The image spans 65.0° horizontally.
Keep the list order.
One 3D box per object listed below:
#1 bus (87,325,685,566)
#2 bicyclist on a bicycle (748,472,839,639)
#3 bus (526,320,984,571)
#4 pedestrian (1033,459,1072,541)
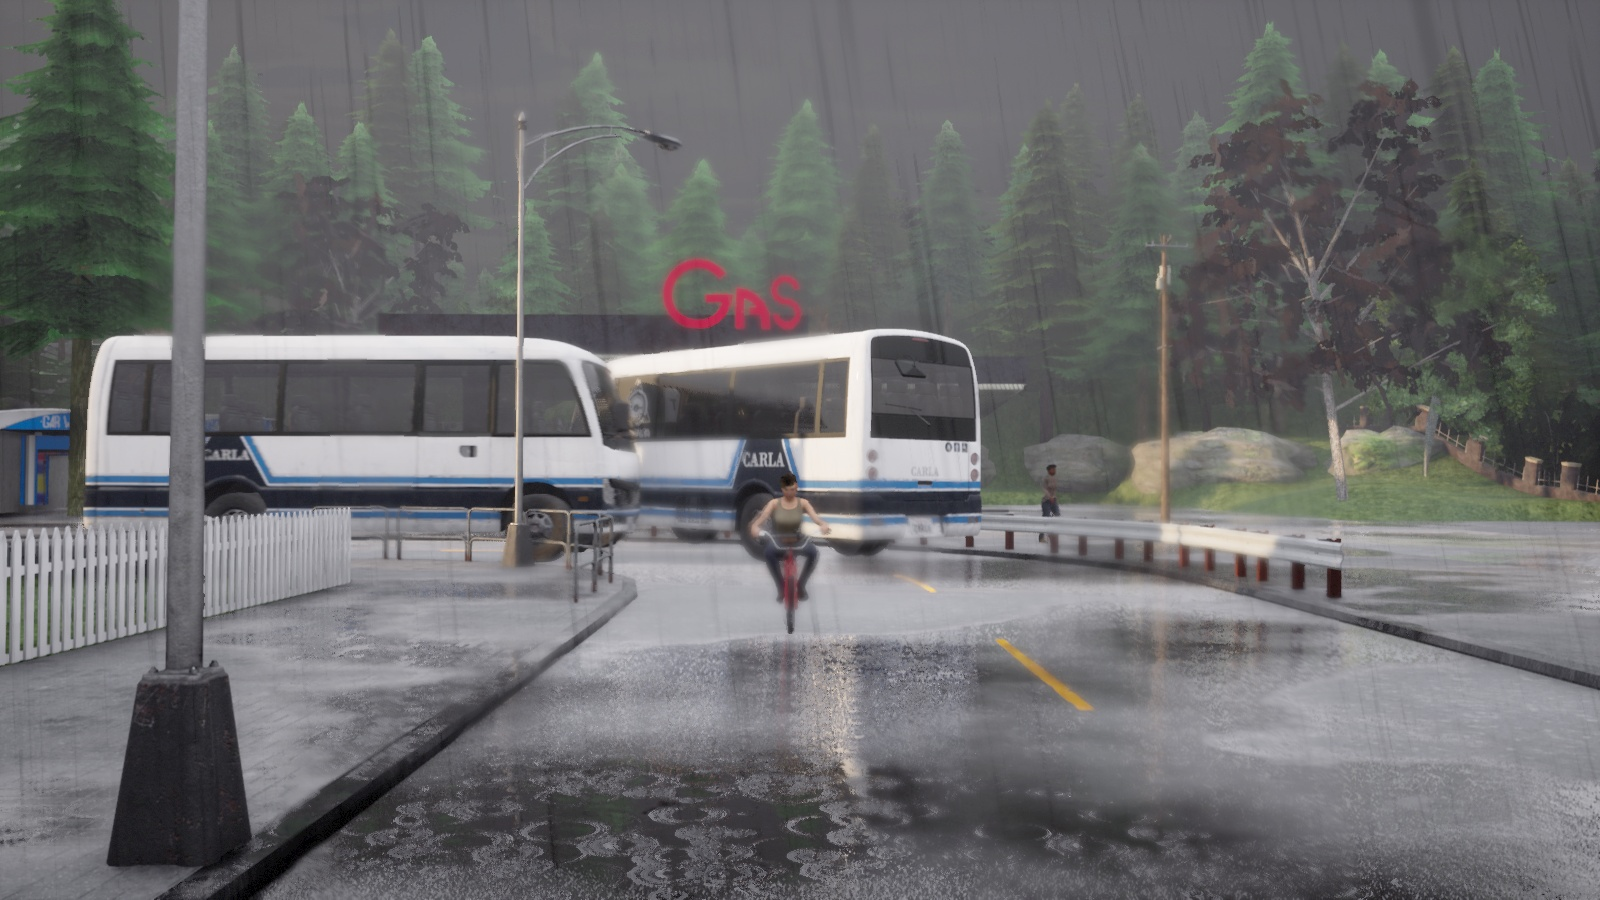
[{"bbox_3d":[-7.611,0.003,24.383,10.273,4.253,3.944,0,-2,3],"label":"bus"},{"bbox_3d":[-0.087,1.039,12.979,0.866,1.612,1.509,-1,-1,-2],"label":"bicyclist on a bicycle"},{"bbox_3d":[-1.395,0.016,26.375,3.944,4.253,10.273,1,-2,-42],"label":"bus"},{"bbox_3d":[5.662,1.117,28.192,0.328,1.805,0.869,1,-1,-33],"label":"pedestrian"}]
